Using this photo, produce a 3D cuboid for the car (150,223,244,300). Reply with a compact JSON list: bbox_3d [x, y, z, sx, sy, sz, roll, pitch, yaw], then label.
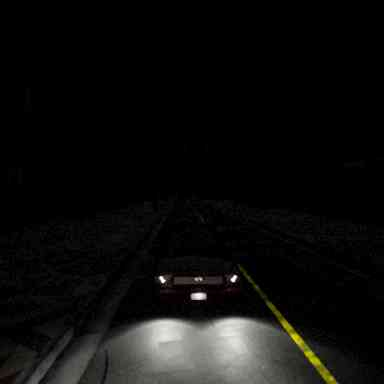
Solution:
[{"bbox_3d":[-0.025,1.555,8.838,2.033,1.411,5.357,0,0,-3],"label":"car"}]
